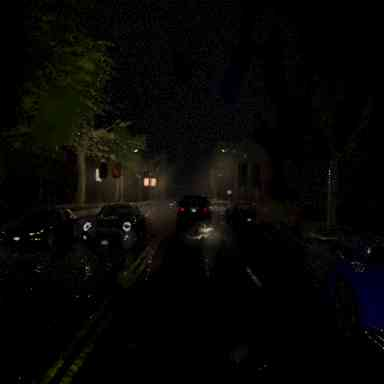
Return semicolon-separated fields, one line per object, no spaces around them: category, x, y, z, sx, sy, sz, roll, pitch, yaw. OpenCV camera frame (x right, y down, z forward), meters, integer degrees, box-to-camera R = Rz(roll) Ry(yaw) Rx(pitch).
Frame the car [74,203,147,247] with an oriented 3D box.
car;-3.345;1.348;14.976;2.097;1.767;4.553;0;0;0

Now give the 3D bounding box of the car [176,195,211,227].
car;0.109;1.214;22.822;2.150;2.045;5.566;0;0;0

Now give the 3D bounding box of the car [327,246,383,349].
car;3.352;1.222;3.252;2.150;2.045;5.566;0;0;0

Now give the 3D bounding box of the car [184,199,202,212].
car;0.113;1.589;40.189;1.994;1.385;4.181;0;0;0

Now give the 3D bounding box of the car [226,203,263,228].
car;3.358;1.469;22.041;1.882;1.535;5.008;0;0;0

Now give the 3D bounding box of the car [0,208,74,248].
car;-6.595;1.501;14.929;1.837;1.490;4.892;0;0;0
